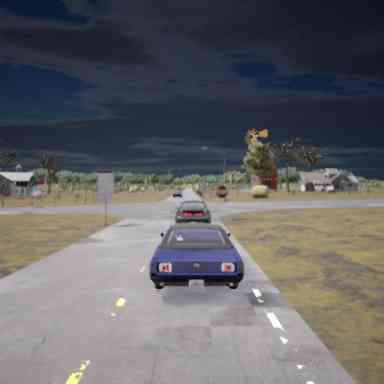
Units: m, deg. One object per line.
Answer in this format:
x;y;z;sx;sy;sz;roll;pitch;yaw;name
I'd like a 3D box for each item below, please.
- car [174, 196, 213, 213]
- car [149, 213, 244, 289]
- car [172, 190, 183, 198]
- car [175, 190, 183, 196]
0.089;1.213;18.229;1.837;1.490;4.892;0;1;1;car
0.094;1.459;8.694;1.895;1.301;4.718;0;1;0;car
-3.013;0.571;68.057;1.895;1.301;4.718;0;1;0;car
-3.115;0.271;83.045;1.837;1.490;4.892;0;1;0;car
